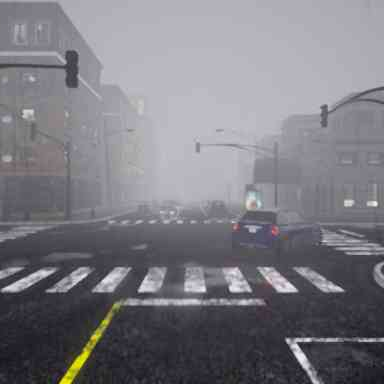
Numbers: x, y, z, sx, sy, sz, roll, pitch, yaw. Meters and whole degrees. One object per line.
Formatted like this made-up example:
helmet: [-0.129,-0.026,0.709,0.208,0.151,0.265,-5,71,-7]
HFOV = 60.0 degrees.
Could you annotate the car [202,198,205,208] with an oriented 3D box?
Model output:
car: [2.665,1.812,46.504,1.802,1.307,4.206,0,0,0]

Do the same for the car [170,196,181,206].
car: [-3.077,1.868,59.555,1.994,1.385,4.181,0,0,0]

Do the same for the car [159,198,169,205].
car: [-5.726,1.886,69.104,1.752,1.417,4.829,0,0,0]

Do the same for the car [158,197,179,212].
car: [-3.109,1.761,43.465,2.033,1.411,5.357,0,0,0]

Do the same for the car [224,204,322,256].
car: [3.614,1.443,13.733,2.097,1.767,4.553,1,0,41]

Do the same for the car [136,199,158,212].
car: [-5.713,1.750,40.791,2.008,1.369,4.403,0,0,0]

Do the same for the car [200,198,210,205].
car: [2.654,1.912,69.290,2.008,1.369,4.403,-1,0,0]

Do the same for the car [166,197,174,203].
car: [-5.735,1.992,86.193,1.752,1.417,4.829,-1,0,0]

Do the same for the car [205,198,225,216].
car: [2.669,1.608,35.111,1.967,1.590,4.097,0,0,0]

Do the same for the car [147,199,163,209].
car: [-5.718,1.813,52.184,2.008,1.369,4.403,0,0,0]
